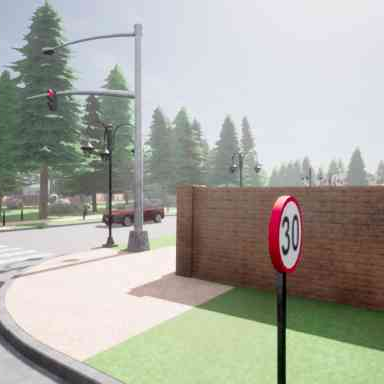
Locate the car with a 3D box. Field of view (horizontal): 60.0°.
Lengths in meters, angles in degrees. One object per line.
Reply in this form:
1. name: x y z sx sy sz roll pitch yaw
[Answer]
1. car: -3.973 1.464 23.129 1.882 1.535 5.008 0 0 35
